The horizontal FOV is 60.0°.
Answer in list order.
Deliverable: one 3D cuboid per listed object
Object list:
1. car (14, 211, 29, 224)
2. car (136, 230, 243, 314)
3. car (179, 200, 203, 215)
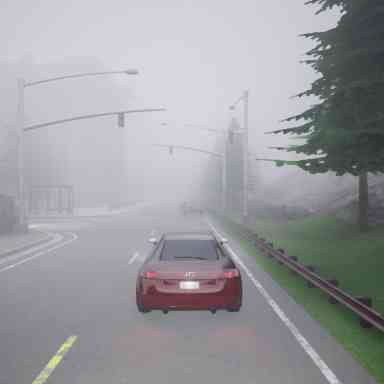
[{"bbox_3d":[-13.044,1.548,21.778,4.181,1.385,1.994,0,0,-2],"label":"car"},{"bbox_3d":[-0.077,1.564,7.696,1.994,1.385,4.181,0,0,-1],"label":"car"},{"bbox_3d":[-0.190,1.547,33.556,2.033,1.411,5.357,0,0,-9],"label":"car"}]
